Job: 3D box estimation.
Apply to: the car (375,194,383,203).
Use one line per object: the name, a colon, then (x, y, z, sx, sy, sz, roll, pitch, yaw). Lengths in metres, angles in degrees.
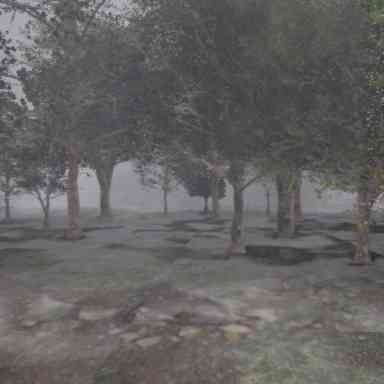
car: (32.771, 1.136, 60.053, 2.185, 1.767, 4.553, -1, 0, -45)
